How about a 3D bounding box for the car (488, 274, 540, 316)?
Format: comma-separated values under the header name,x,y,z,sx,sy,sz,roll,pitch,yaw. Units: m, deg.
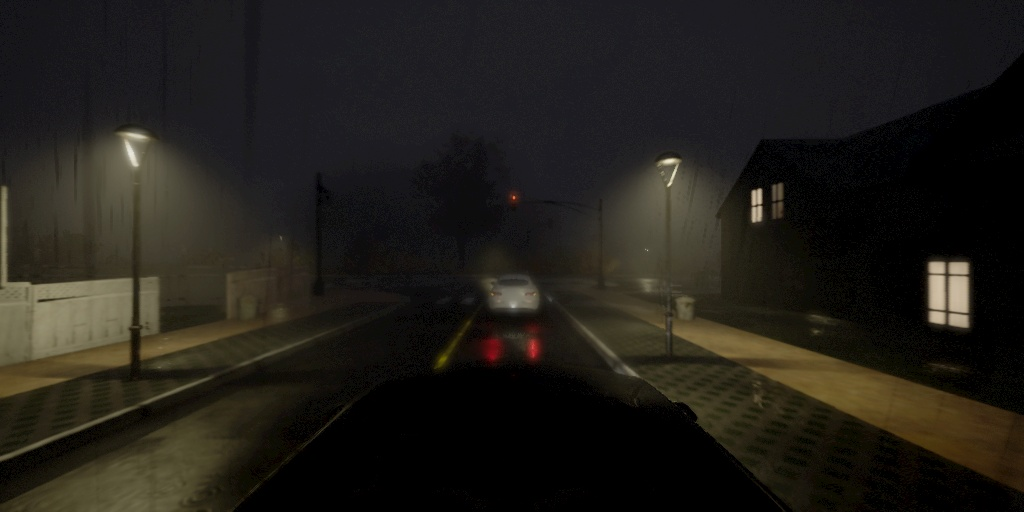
name,x,y,z,sx,sy,sz,roll,pitch,yaw
car,0.095,1.434,14.119,1.812,1.442,4.674,0,-1,1
